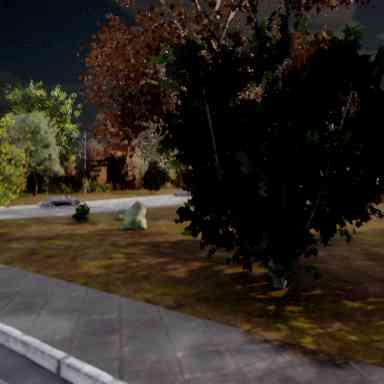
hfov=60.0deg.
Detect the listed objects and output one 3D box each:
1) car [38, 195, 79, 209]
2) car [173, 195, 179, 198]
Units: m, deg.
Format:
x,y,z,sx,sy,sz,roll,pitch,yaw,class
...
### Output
x,y,z,sx,sy,sz,roll,pitch,yaw,class
-16.214,1.197,40.608,2.128,1.511,4.902,0,2,39,car
-1.460,0.277,58.664,1.994,1.385,4.181,0,3,40,car
